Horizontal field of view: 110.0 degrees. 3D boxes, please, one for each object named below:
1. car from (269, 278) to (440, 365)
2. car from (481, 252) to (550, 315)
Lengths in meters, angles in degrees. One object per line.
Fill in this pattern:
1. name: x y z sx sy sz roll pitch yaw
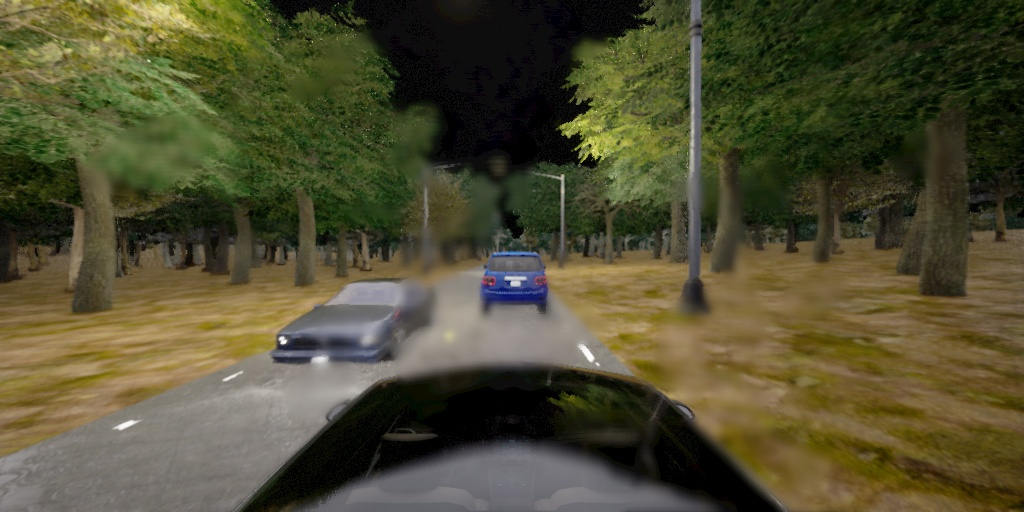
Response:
1. car: -2.997 1.229 8.286 2.033 1.411 5.357 0 1 0
2. car: 0.107 0.857 13.166 2.150 2.045 5.566 0 1 0
